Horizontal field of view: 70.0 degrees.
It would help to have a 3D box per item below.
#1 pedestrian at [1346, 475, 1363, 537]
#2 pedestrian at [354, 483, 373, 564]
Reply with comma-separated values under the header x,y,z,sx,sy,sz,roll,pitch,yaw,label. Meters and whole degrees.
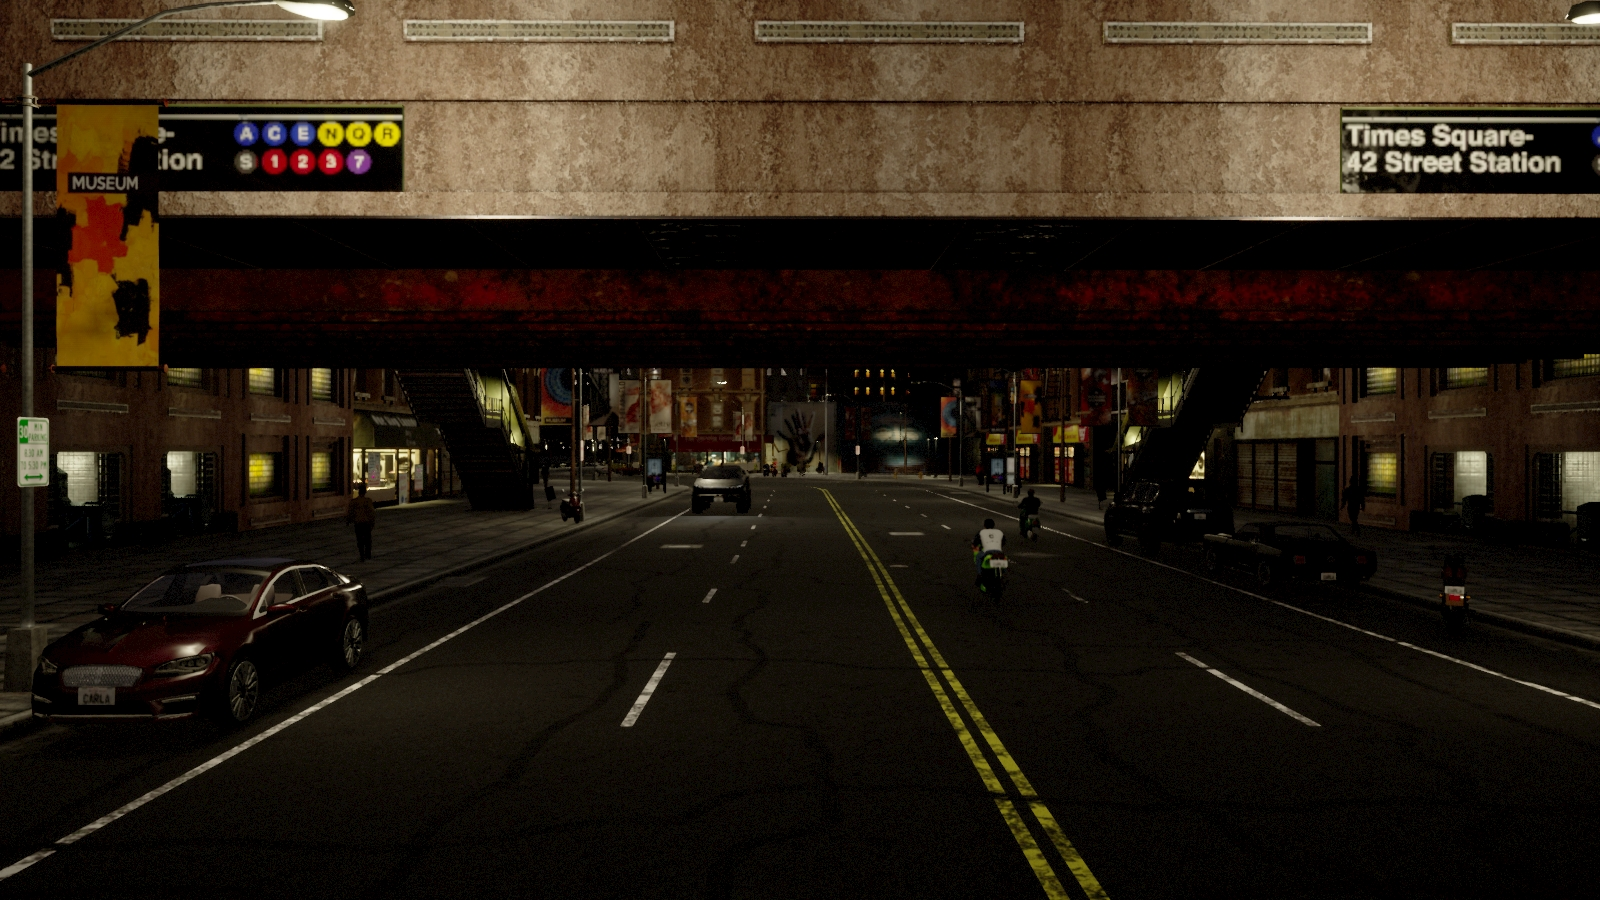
x,y,z,sx,sy,sz,roll,pitch,yaw,label
16.787,1.699,34.565,0.375,1.860,0.375,0,0,10,pedestrian
-10.166,1.696,26.631,0.375,1.860,0.375,0,0,-13,pedestrian
